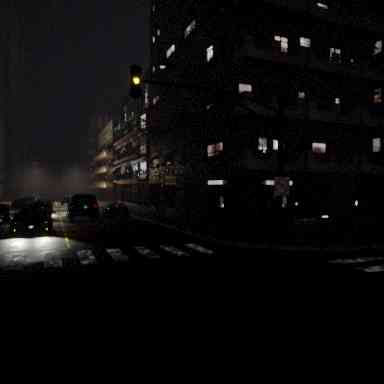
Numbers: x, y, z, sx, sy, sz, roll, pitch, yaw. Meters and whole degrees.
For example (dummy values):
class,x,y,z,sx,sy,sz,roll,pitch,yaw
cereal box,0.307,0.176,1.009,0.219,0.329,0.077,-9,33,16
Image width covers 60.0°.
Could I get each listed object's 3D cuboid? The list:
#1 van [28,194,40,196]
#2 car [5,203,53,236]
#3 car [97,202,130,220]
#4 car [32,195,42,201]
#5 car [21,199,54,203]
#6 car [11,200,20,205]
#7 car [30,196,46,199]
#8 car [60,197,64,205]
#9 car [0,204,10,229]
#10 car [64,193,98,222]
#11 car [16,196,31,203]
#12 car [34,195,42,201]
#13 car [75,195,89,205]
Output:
class,x,y,z,sx,sy,sz,roll,pitch,yaw
van,-29.316,1.298,60.725,1.690,1.788,3.998,-1,0,-23
car,-8.723,1.549,18.272,1.994,1.385,4.181,0,0,-23
car,-6.306,1.530,27.445,2.008,1.369,4.403,-1,0,-23
car,-38.042,1.495,81.592,2.008,1.369,4.403,-1,0,-23
car,-12.313,1.527,26.931,2.033,1.411,5.357,0,0,-22
car,-14.037,1.547,24.210,1.947,1.339,4.313,-1,0,-23
car,-16.168,1.465,36.309,2.128,1.511,4.902,0,0,-23
car,-21.423,1.485,56.903,1.812,1.442,4.674,0,0,-23
car,-11.789,1.511,18.837,1.752,1.417,4.829,-1,0,-23
car,-8.856,1.201,26.868,2.150,2.045,5.566,0,0,-23
car,-20.584,1.516,39.860,1.887,1.381,4.507,-1,0,-23
car,-40.224,1.523,86.809,1.802,1.307,4.206,-1,0,-23
car,-19.402,1.398,58.743,1.967,1.590,4.097,-1,0,-23
